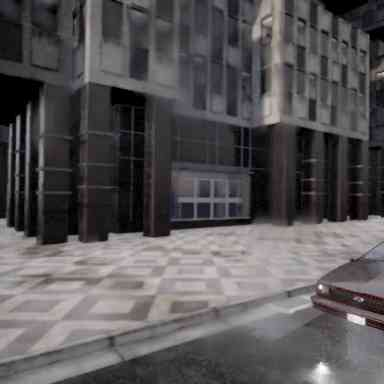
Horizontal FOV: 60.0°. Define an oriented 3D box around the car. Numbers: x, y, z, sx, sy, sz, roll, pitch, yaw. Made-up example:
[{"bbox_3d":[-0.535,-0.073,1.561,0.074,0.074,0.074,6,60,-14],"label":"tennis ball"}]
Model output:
[{"bbox_3d":[4.730,1.609,6.700,5.357,1.411,2.033,1,0,-35],"label":"car"}]
